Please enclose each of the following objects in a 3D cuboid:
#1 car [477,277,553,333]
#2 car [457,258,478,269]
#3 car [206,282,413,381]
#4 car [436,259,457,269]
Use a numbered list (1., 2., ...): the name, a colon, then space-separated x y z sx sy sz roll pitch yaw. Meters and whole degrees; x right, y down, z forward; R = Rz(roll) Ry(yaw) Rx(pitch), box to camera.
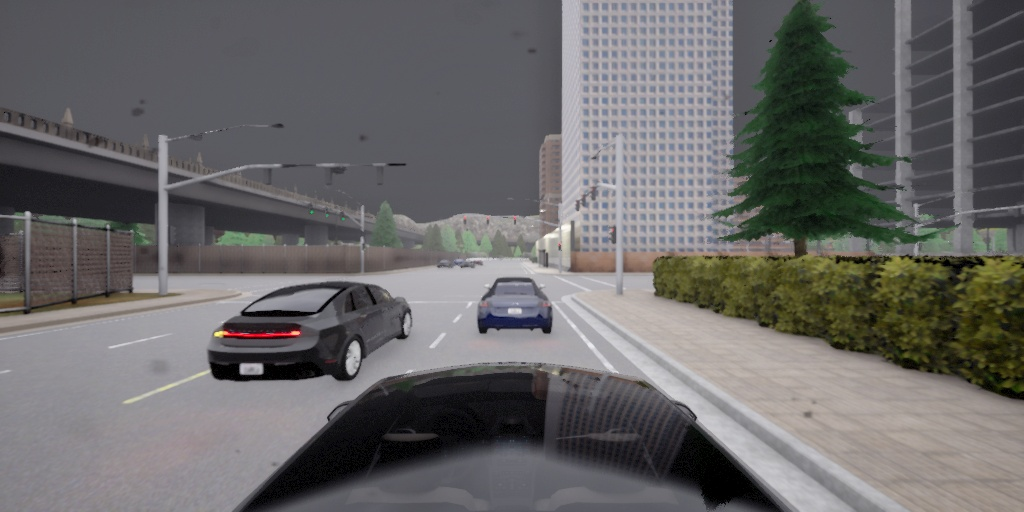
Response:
1. car: 0.083 1.314 10.724 1.994 1.385 4.181 0 0 0
2. car: -7.034 1.322 56.880 1.994 1.385 4.181 0 0 0
3. car: -3.438 1.255 7.181 1.837 1.490 4.892 0 0 1
4. car: -10.532 1.305 56.640 2.033 1.411 5.357 0 0 1
